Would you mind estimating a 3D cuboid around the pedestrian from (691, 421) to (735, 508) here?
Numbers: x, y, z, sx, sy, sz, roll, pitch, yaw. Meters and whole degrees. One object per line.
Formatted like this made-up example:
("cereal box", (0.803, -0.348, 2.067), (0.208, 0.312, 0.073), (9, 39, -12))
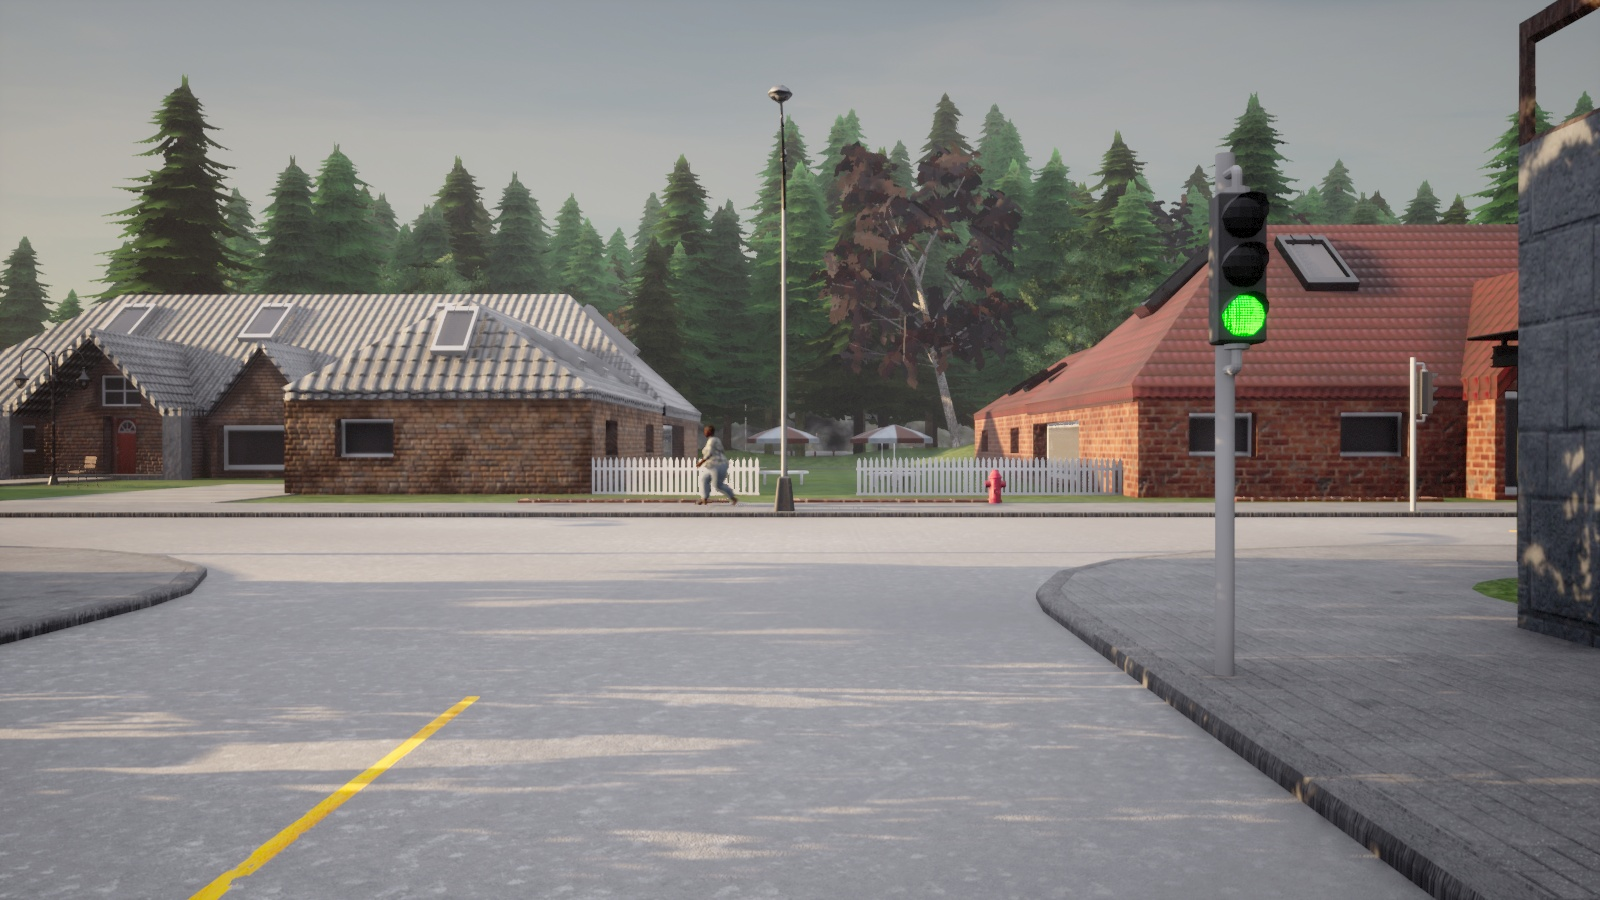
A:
("pedestrian", (-1.897, 0.310, 27.380), (0.900, 1.855, 0.874), (0, 0, 0))
